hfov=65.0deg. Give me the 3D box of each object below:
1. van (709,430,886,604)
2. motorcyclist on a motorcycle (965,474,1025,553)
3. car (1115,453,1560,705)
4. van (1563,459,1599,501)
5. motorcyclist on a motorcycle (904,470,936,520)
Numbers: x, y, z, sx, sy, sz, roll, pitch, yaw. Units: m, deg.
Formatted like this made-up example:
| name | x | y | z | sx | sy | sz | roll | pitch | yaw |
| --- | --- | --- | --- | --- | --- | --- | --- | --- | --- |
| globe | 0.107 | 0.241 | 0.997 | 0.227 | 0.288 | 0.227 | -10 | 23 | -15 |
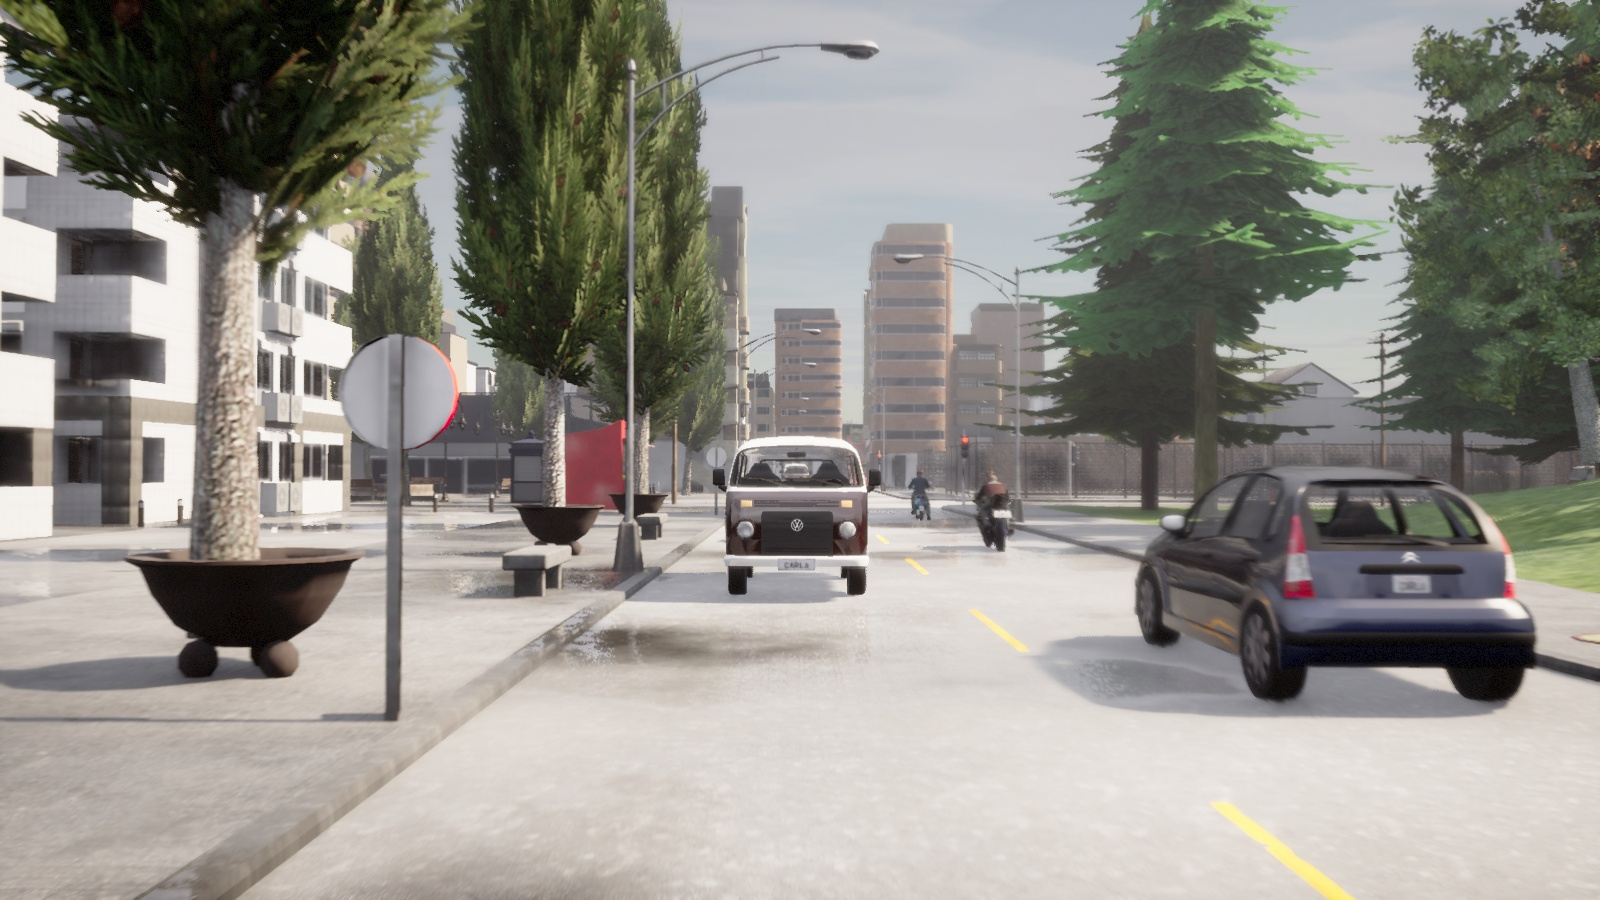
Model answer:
| name | x | y | z | sx | sy | sz | roll | pitch | yaw |
| --- | --- | --- | --- | --- | --- | --- | --- | --- | --- |
| van | -0.039 | 0.822 | 16.955 | 2.069 | 2.038 | 4.480 | 0 | -1 | 0 |
| motorcyclist on a motorcycle | 3.946 | 1.262 | 25.540 | 0.866 | 1.530 | 2.191 | 0 | -1 | 0 |
| car | 3.977 | 0.866 | 10.121 | 1.851 | 1.617 | 3.988 | 0 | -1 | 0 |
| van | 39.149 | 1.414 | 59.912 | 4.442 | 1.987 | 1.775 | 0 | -1 | -1 |
| motorcyclist on a motorcycle | 3.882 | 1.435 | 40.741 | 0.866 | 1.590 | 1.817 | 0 | -1 | 0 |
